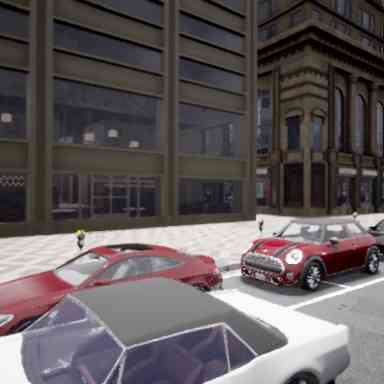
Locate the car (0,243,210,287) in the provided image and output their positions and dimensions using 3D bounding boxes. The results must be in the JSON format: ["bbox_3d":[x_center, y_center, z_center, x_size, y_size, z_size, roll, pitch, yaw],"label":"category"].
[{"bbox_3d":[-1.341,1.586,5.692,4.206,1.307,1.802,0,0,-36],"label":"car"}]

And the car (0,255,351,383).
[{"bbox_3d":[-0.734,1.603,2.856,4.718,1.301,1.895,0,0,-36],"label":"car"}]

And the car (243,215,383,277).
[{"bbox_3d":[3.215,1.456,8.952,4.097,1.590,1.967,0,0,-36],"label":"car"}]
